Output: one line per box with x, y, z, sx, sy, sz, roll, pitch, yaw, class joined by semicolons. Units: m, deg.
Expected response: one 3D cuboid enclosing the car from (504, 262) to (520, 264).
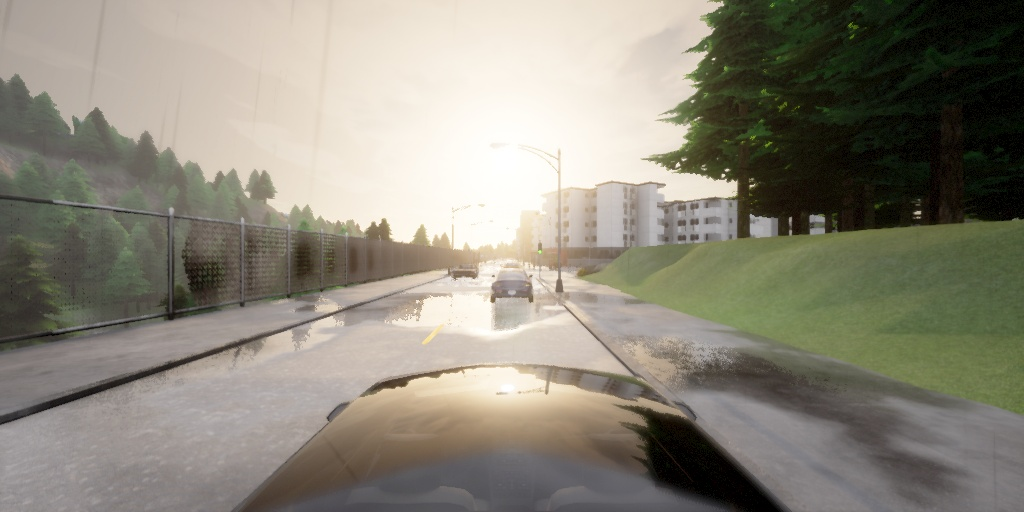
0.000;1.233;31.500;1.882;1.535;5.008;0;0;0;car

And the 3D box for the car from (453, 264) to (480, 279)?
-4.000;1.403;31.820;1.895;1.301;4.718;0;0;0;car

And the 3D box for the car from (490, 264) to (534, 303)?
0.000;1.281;16.500;1.812;1.442;4.674;0;0;0;car
